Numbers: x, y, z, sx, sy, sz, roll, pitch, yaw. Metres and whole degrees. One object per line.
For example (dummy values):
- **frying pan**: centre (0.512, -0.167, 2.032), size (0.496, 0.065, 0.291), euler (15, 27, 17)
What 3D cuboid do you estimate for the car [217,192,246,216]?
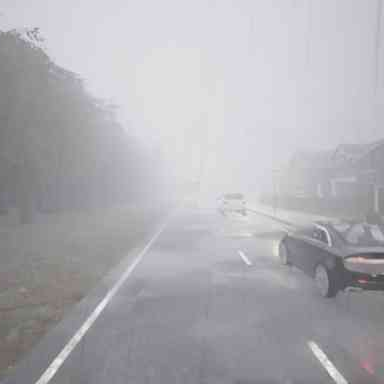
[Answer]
- **car**: centre (3.601, 1.056, 30.720), size (2.150, 2.045, 5.566), euler (0, 0, 0)

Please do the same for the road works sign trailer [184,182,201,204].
- **road works sign trailer**: centre (0.004, 0.153, 54.571), size (2.380, 3.560, 2.880), euler (0, 0, 0)

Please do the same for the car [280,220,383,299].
- **car**: centre (3.600, 1.448, 8.317), size (2.128, 1.511, 4.902), euler (0, 0, 0)
